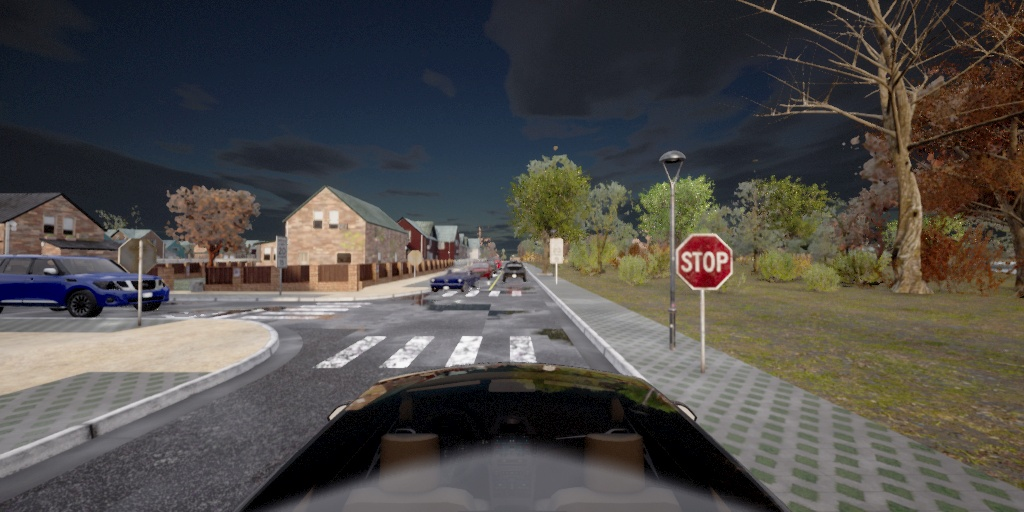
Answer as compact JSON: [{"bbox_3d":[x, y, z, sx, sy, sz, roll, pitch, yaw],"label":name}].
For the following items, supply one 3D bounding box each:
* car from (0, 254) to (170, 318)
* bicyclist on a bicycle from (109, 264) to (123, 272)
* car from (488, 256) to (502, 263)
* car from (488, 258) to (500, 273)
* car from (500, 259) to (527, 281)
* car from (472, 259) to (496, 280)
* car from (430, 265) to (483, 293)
[{"bbox_3d":[-15.073,0.973,12.223,5.566,2.045,2.150,0,-1,2],"label":"car"},{"bbox_3d":[-20.177,1.213,18.257,0.582,1.620,1.656,0,-1,2],"label":"bicyclist on a bicycle"},{"bbox_3d":[-2.641,1.051,52.688,2.150,2.045,5.566,0,0,1],"label":"car"},{"bbox_3d":[-2.705,1.304,42.012,1.837,1.490,4.892,0,0,0],"label":"car"},{"bbox_3d":[0.195,1.280,30.311,1.837,1.490,4.892,0,0,0],"label":"car"},{"bbox_3d":[-2.741,1.256,31.872,1.882,1.535,5.008,0,0,0],"label":"car"},{"bbox_3d":[-3.213,1.364,20.894,1.895,1.301,4.718,0,0,6],"label":"car"}]
